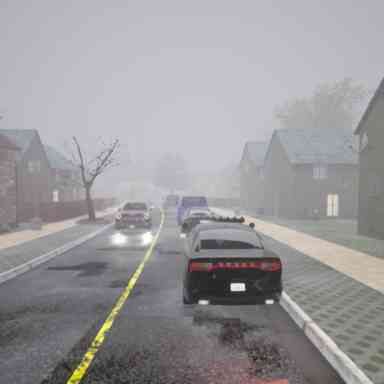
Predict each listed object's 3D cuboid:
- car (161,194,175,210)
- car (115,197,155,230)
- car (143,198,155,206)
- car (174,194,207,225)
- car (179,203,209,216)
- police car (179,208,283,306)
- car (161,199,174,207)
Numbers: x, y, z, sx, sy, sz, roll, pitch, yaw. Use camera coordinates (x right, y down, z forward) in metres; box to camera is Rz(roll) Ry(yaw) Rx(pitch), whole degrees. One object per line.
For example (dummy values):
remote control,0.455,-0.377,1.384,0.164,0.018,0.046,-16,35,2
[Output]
car,-2.665,1.346,44.399,2.150,2.045,5.566,0,0,-7
car,-3.526,1.385,21.053,2.097,1.767,4.553,0,0,-4
car,-8.092,1.824,62.508,2.033,1.411,5.357,0,0,-9
car,0.002,1.258,24.263,2.150,2.045,5.566,0,0,-4
car,0.353,1.541,18.204,1.812,1.442,4.674,0,0,-3
police car,0.721,1.424,8.255,1.930,1.638,5.238,0,0,-1
car,-4.202,1.803,56.057,1.895,1.301,4.718,0,0,-9
